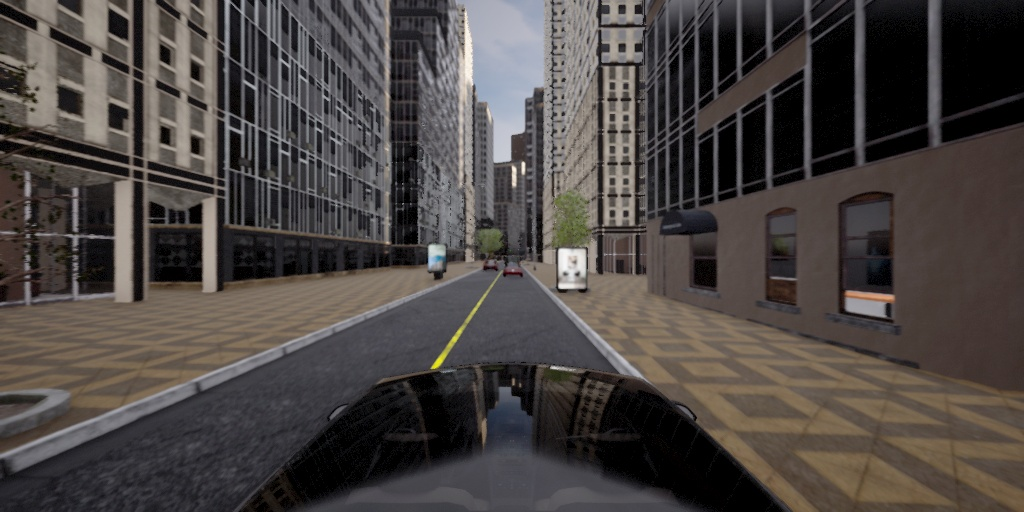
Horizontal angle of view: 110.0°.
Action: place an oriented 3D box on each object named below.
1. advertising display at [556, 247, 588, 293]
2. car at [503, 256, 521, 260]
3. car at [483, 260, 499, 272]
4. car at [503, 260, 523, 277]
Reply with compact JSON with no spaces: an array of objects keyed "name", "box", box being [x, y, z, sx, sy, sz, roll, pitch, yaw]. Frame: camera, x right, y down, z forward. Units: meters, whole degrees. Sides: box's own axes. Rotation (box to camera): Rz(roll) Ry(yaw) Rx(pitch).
[{"name":"advertising display","box":[3.020,0.772,18.107,1.540,2.440,0.280,0,0,0]},{"name":"car","box":[0.047,1.005,47.485,2.150,2.045,5.566,0,0,0]},{"name":"car","box":[-2.795,1.258,47.331,1.882,1.535,5.008,0,0,0]},{"name":"car","box":[0.095,1.331,36.004,1.994,1.385,4.181,0,0,0]}]
